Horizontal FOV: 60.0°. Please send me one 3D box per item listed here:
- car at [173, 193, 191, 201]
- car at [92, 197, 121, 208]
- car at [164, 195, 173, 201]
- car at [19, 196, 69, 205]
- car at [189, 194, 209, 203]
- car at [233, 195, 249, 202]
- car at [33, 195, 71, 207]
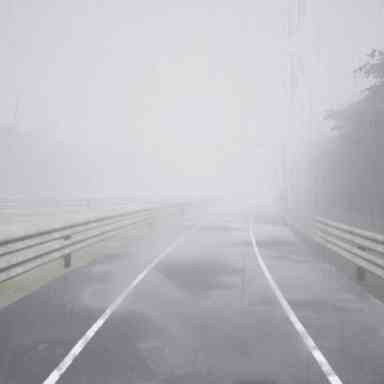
[{"bbox_3d":[-1.060,1.237,69.371,2.150,2.045,5.566,1,0,29],"label":"car"},{"bbox_3d":[-11.257,1.374,44.128,1.994,1.385,4.181,1,0,29],"label":"car"},{"bbox_3d":[-4.126,1.485,71.064,1.837,1.490,4.892,1,0,29],"label":"car"},{"bbox_3d":[-17.736,1.268,39.746,2.033,1.411,5.357,1,0,29],"label":"car"},{"bbox_3d":[1.981,1.549,67.649,1.837,1.490,4.892,1,0,29],"label":"car"},{"bbox_3d":[13.361,1.596,87.858,2.097,1.767,4.553,1,0,29],"label":"car"},{"bbox_3d":[-18.820,1.224,44.952,1.812,1.442,4.674,1,-1,29],"label":"car"}]
